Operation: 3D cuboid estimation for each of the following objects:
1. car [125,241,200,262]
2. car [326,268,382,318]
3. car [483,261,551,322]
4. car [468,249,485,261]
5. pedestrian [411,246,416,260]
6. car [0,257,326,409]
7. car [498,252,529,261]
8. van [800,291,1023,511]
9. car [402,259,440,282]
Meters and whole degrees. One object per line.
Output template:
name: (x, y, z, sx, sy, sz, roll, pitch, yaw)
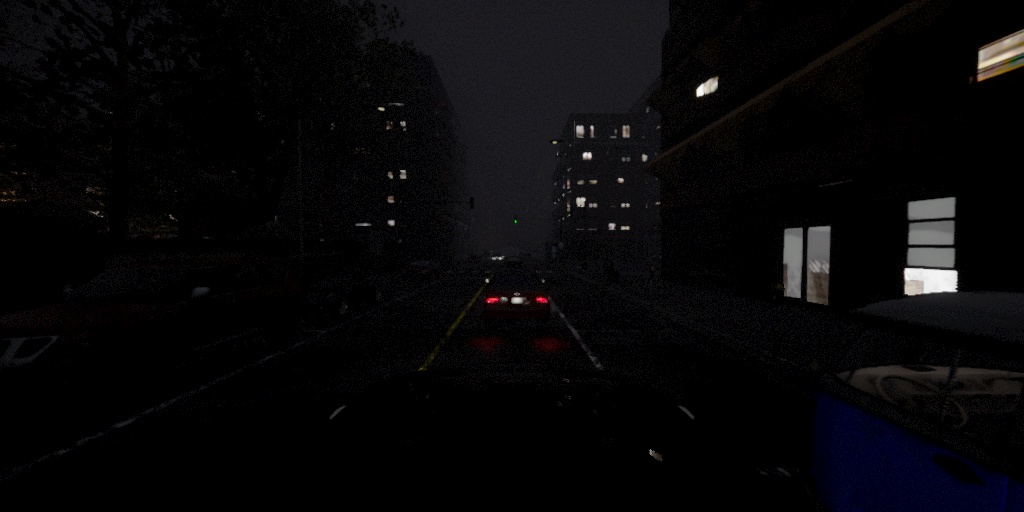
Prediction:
car: (-36.107, -0.454, 37.161, 5.566, 2.045, 2.150, 1, 2, -1)
car: (-5.689, 1.083, 11.746, 1.948, 1.339, 4.313, 0, 0, 0)
car: (0.105, 1.075, 11.265, 2.033, 1.411, 5.357, 0, 1, 0)
car: (-5.691, -0.046, 55.215, 1.967, 1.591, 4.097, 0, 0, 0)
pedestrian: (-12.714, -0.374, 46.179, 0.375, 1.860, 0.375, 0, 1, -1)
car: (-5.690, 0.960, 6.212, 2.192, 1.841, 5.009, 0, 0, 0)
car: (0.099, 0.679, 27.494, 1.812, 1.442, 4.674, 0, 1, 0)
van: (2.691, 1.115, 0.679, 1.690, 1.789, 3.998, 0, 0, 0)
car: (-5.690, 0.843, 22.813, 1.802, 1.307, 4.207, 0, 0, 0)
